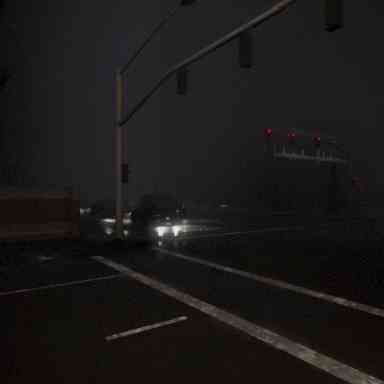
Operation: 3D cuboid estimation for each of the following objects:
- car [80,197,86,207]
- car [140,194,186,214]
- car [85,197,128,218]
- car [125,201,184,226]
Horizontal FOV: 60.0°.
[{"bbox_3d":[-15.991,1.478,48.083,1.882,1.535,5.008,0,0,-35],"label":"car"},{"bbox_3d":[-2.782,1.222,29.659,2.150,2.045,5.566,0,0,-36],"label":"car"},{"bbox_3d":[-7.853,1.478,30.717,1.882,1.535,5.008,0,0,-36],"label":"car"},{"bbox_3d":[-2.755,1.564,23.612,1.994,1.385,4.181,0,0,-35],"label":"car"}]
